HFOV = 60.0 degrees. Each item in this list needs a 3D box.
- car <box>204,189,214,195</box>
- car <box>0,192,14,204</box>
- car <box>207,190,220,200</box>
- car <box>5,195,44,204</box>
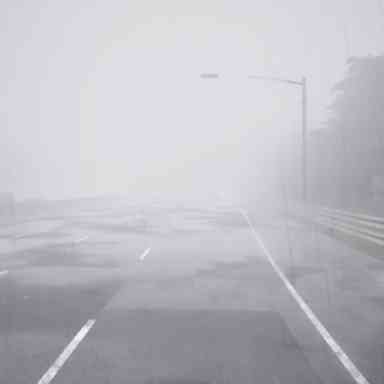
[{"bbox_3d":[4.932,0.259,86.405,2.097,1.767,4.553,0,1,1],"label":"car"},{"bbox_3d":[-20.628,1.042,34.799,2.150,2.045,5.566,0,0,1],"label":"car"},{"bbox_3d":[4.564,0.845,66.903,1.994,1.385,4.181,0,1,1],"label":"car"},{"bbox_3d":[-17.128,1.318,35.092,1.837,1.490,4.892,0,1,1],"label":"car"}]
